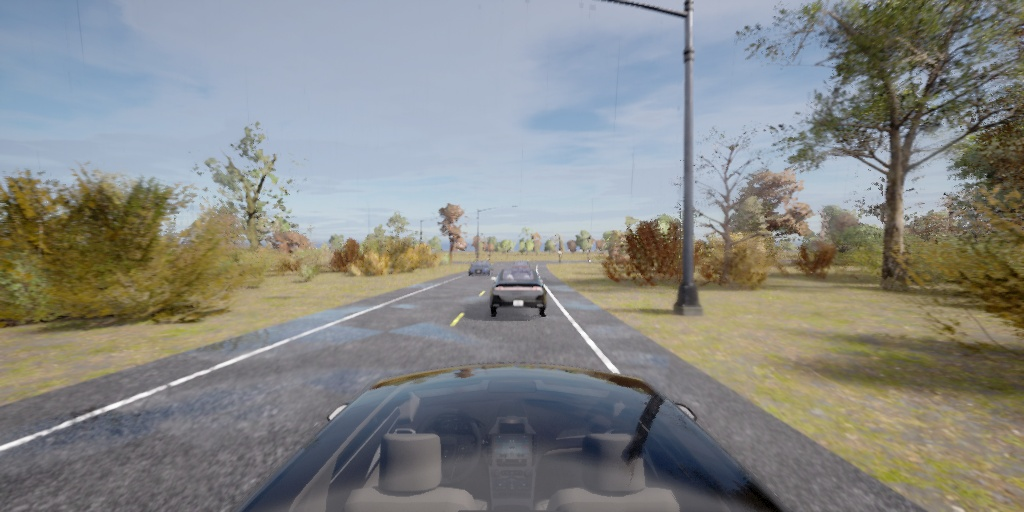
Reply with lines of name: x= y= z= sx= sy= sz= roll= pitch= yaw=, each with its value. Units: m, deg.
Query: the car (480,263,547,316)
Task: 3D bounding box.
car: x=0.226 y=1.191 z=13.133 sx=2.128 sy=1.511 sz=4.902 roll=0 pitch=0 yaw=1

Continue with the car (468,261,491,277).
car: x=-2.845 y=1.159 z=33.313 sx=1.994 sy=1.385 sz=4.181 roll=0 pitch=0 yaw=3

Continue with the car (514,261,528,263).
car: x=0.896 y=1.143 z=34.479 sx=2.033 sy=1.411 sz=5.357 roll=0 pitch=0 yaw=3
